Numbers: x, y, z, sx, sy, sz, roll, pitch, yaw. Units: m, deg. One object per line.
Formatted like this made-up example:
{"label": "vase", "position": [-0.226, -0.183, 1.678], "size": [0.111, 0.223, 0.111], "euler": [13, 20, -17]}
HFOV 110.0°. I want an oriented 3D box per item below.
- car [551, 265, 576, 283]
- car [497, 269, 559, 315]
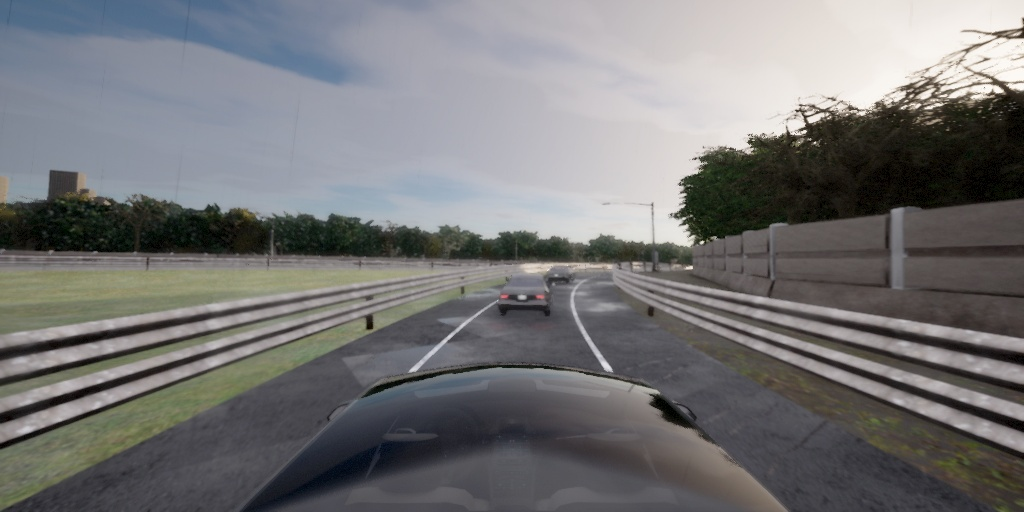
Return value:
{"label": "car", "position": [4.021, 1.450, 29.424], "size": [1.994, 1.385, 4.181], "euler": [-1, 0, 18]}
{"label": "car", "position": [0.673, 1.403, 14.119], "size": [2.033, 1.411, 5.357], "euler": [0, 0, 8]}
